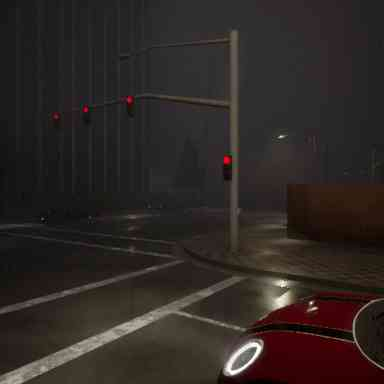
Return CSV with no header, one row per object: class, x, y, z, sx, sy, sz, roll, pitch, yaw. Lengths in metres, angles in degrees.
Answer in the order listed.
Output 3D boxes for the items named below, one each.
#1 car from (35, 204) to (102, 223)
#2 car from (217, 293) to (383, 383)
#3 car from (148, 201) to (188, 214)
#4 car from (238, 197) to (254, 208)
car,-9.376,1.601,25.493,1.895,1.301,4.718,0,0,35
car,2.394,1.352,2.250,4.553,1.767,2.097,0,0,36
car,-2.494,1.600,35.203,1.895,1.301,4.718,0,0,35
car,7.530,1.509,49.192,2.128,1.511,4.902,0,0,35
